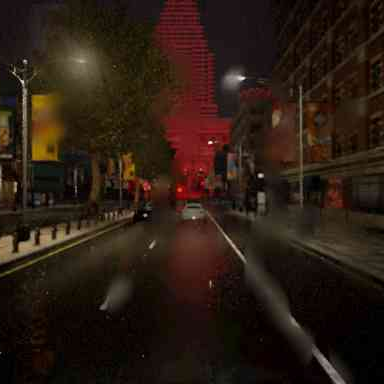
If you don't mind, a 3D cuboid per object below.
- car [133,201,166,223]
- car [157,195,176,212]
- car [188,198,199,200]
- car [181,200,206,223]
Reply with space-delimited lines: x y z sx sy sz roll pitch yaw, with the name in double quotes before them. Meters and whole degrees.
"car" -3.428 1.689 26.573 1.994 1.385 4.181 0 0 0
"car" -3.358 1.423 42.614 2.150 2.045 5.566 0 0 0
"car" 0.165 1.555 43.540 2.097 1.767 4.553 0 0 0
"car" 0.142 1.649 26.298 1.812 1.442 4.674 0 0 0
